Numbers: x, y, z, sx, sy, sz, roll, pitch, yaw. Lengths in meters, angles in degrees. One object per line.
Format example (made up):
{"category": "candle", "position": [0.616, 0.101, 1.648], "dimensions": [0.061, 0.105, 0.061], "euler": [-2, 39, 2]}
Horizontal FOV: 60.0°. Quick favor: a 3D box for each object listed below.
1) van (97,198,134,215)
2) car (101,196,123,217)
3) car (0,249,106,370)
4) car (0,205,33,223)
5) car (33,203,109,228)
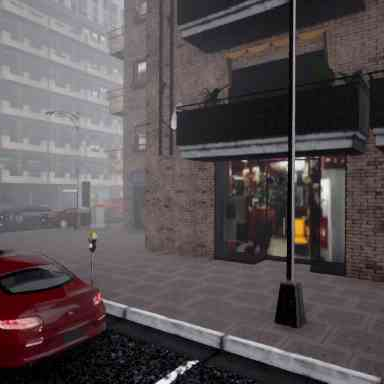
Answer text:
{"category": "van", "position": [-8.664, 1.606, 37.847], "dimensions": [1.690, 1.788, 3.998], "euler": [0, -1, 36]}
{"category": "car", "position": [-7.790, 1.485, 34.638], "dimensions": [2.150, 2.045, 5.566], "euler": [1, 0, 36]}
{"category": "car", "position": [-3.119, 1.582, 5.230], "dimensions": [4.206, 1.307, 1.802], "euler": [0, 0, 36]}
{"category": "car", "position": [-13.273, 1.727, 27.006], "dimensions": [1.994, 1.385, 4.181], "euler": [1, 0, 36]}
{"category": "car", "position": [-8.492, 1.756, 23.728], "dimensions": [1.887, 1.381, 4.507], "euler": [0, -1, 36]}
